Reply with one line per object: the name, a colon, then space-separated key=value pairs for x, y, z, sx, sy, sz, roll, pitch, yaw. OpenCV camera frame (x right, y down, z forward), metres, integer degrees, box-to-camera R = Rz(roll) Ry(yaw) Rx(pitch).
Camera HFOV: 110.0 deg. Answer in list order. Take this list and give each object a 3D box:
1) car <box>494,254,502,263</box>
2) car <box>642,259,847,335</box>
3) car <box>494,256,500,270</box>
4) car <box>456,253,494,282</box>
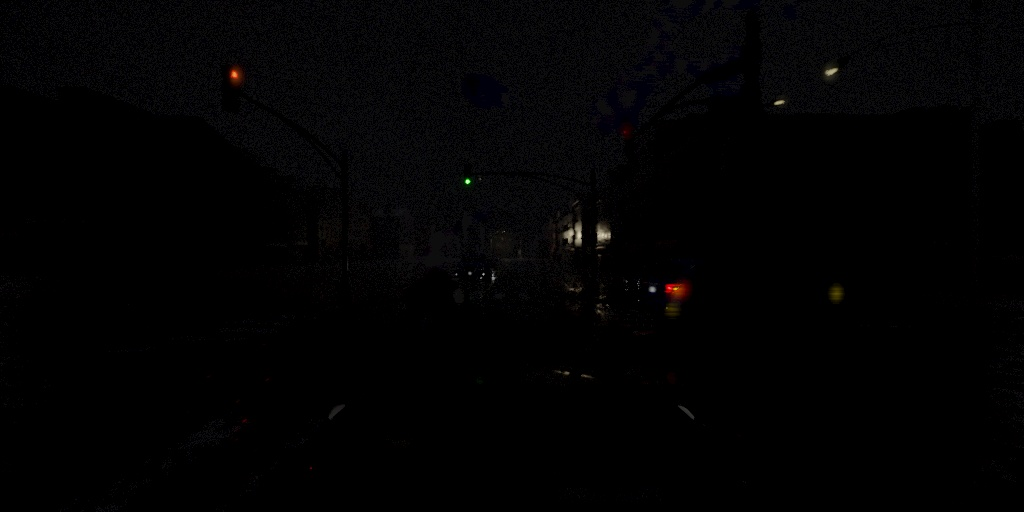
car: x=-2.755 y=0.369 z=59.639 sx=1.812 sy=1.442 sz=4.674 roll=0 pitch=1 yaw=0
car: x=6.791 y=1.133 z=10.782 sx=5.566 sy=2.045 sz=2.150 roll=1 pitch=-1 yaw=-6
car: x=-2.842 y=0.985 z=43.923 sx=1.895 sy=1.301 sz=4.718 roll=0 pitch=1 yaw=0
car: x=-2.845 y=0.800 z=27.380 sx=2.150 sy=2.045 sz=5.566 roll=0 pitch=1 yaw=1
